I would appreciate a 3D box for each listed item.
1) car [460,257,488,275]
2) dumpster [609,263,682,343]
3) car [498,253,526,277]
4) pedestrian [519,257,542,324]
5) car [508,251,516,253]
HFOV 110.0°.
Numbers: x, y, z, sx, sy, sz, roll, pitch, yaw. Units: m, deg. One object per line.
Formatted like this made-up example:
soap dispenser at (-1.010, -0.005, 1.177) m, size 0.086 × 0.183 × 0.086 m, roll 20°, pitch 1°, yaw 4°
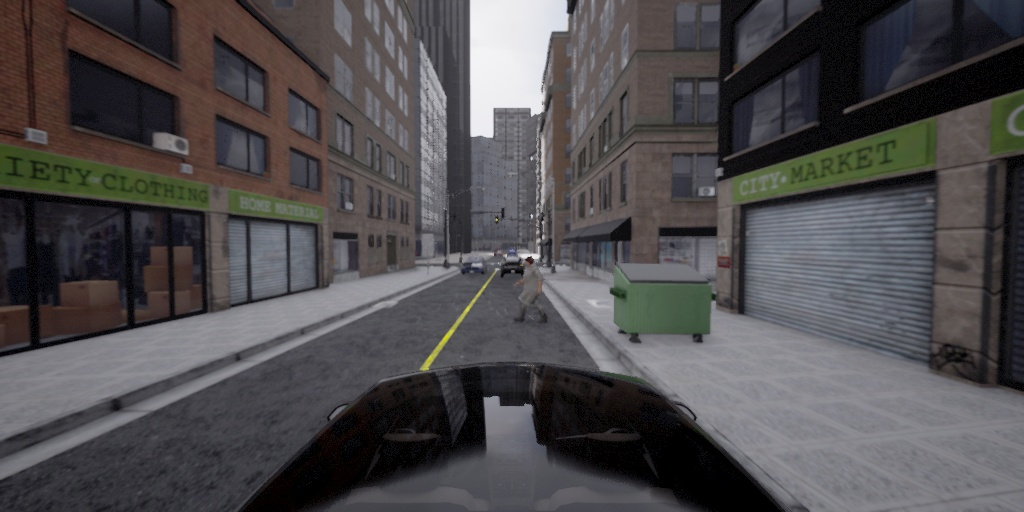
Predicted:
car at (-3.039, 0.767, 29.889) m, size 2.033 × 1.411 × 5.357 m, roll 0°, pitch 1°, yaw 0°
dumpster at (3.135, 1.015, 8.779) m, size 1.020 × 1.700 × 1.940 m, roll 0°, pitch 0°, yaw 0°
car at (0.073, 0.772, 27.439) m, size 1.837 × 1.490 × 4.892 m, roll 0°, pitch 1°, yaw 0°
pedestrian at (0.499, 0.897, 9.712) m, size 0.375 × 1.860 × 0.375 m, roll -1°, pitch 2°, yaw -9°
car at (0.074, 0.482, 44.098) m, size 2.033 × 1.411 × 5.357 m, roll 0°, pitch 1°, yaw 0°
